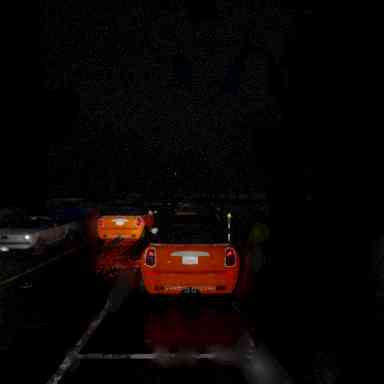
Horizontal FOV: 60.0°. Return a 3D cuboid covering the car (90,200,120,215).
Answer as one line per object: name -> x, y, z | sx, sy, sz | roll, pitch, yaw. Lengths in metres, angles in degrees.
car -> -8.909, 1.572, 34.448 | 1.947, 1.339, 4.313 | 0, 0, 0

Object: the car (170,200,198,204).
car -> -0.384, 1.528, 23.743 | 1.752, 1.417, 4.829 | 0, 0, 0

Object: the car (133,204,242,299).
car -> -0.032, 1.353, 8.620 | 2.097, 1.767, 4.553 | 0, 0, 0

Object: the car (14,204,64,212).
car -> -8.909, 1.567, 18.136 | 1.947, 1.339, 4.313 | 0, 0, 0

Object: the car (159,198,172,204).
car -> -3.146, 1.530, 30.848 | 1.812, 1.442, 4.674 | 0, 0, 0

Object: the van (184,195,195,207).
van -> -0.384, 1.356, 50.761 | 1.690, 1.788, 3.998 | 0, 0, 0

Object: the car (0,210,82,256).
car -> -6.246, 1.601, 13.287 | 1.895, 1.301, 4.718 | 0, 0, 0

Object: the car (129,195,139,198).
car -> -8.910, 1.452, 45.324 | 1.967, 1.590, 4.097 | 0, 0, 0

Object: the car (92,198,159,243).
car -> -3.046, 1.353, 16.184 | 2.097, 1.767, 4.553 | 0, 0, 0

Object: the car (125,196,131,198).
car -> -8.909, 1.534, 39.716 | 1.752, 1.417, 4.829 | 0, 0, 0

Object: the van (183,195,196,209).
van -> -0.384, 1.353, 45.324 | 1.690, 1.788, 3.998 | 0, 0, 0

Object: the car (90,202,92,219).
car -> -8.909, 1.530, 28.841 | 1.752, 1.417, 4.829 | 0, 0, 0

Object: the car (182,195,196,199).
car -> -0.384, 1.447, 34.448 | 1.967, 1.590, 4.097 | 0, 0, 0

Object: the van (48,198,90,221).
van -> -8.909, 1.344, 23.573 | 1.690, 1.788, 3.998 | 0, 0, 0

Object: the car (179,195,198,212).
car -> -0.384, 1.324, 39.886 | 2.192, 1.841, 5.009 | 0, 0, 0

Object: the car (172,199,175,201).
car -> -3.045, 1.576, 45.933 | 1.994, 1.385, 4.181 | 0, 0, 0
